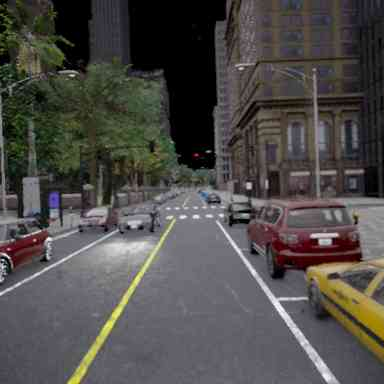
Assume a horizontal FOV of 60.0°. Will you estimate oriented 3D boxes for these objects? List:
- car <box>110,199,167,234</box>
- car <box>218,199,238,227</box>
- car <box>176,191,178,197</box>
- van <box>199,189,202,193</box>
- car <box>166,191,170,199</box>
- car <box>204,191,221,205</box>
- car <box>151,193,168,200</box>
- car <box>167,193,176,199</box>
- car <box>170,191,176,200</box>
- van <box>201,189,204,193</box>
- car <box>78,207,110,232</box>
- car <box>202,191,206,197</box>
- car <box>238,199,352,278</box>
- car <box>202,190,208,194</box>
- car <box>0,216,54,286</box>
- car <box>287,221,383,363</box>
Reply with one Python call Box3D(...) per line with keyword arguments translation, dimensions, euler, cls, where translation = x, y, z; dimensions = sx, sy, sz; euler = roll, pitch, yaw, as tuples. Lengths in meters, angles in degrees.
Box3D(translation=(-2.846, 1.426, 18.881), dimensions=(2.128, 1.511, 4.902), euler=(-2, 0, 0), cls="car")
Box3D(translation=(2.922, 1.270, 20.313), dimensions=(1.947, 1.339, 4.313), euler=(-2, 1, 0), cls="car")
Box3D(translation=(-5.262, 0.754, 79.338), dimensions=(2.192, 1.841, 5.009), euler=(-2, 1, 0), cls="car")
Box3D(translation=(3.290, 0.404, 84.686), dimensions=(1.690, 1.788, 3.998), euler=(-2, 1, 0), cls="van")
Box3D(translation=(-5.384, 1.101, 57.659), dimensions=(1.967, 1.590, 4.097), euler=(-2, 1, 0), cls="car")
Box3D(translation=(3.077, 1.015, 46.748), dimensions=(1.947, 1.339, 4.313), euler=(-2, 1, 0), cls="car")
Box3D(translation=(-5.411, 1.265, 52.240), dimensions=(2.008, 1.369, 4.403), euler=(-2, 1, 0), cls="car")
Box3D(translation=(-5.223, 0.909, 84.590), dimensions=(1.752, 1.417, 4.829), euler=(-2, 1, 0), cls="car")
Box3D(translation=(-5.289, 0.936, 73.919), dimensions=(1.967, 1.590, 4.097), euler=(-2, 1, 0), cls="car")
Box3D(translation=(3.163, 0.629, 63.006), dimensions=(1.690, 1.788, 3.998), euler=(-2, 1, 0), cls="van")
Box3D(translation=(-5.596, 1.605, 20.384), dimensions=(1.802, 1.307, 4.206), euler=(-2, 1, 0), cls="car")
Box3D(translation=(3.109, 0.961, 52.168), dimensions=(1.947, 1.339, 4.313), euler=(-2, 1, 0), cls="car")
Box3D(translation=(2.848, 1.121, 9.461), dimensions=(2.192, 1.841, 5.009), euler=(-2, 1, 0), cls="car")
Box3D(translation=(3.140, 0.865, 57.758), dimensions=(1.752, 1.417, 4.829), euler=(-2, 1, 0), cls="car")
Box3D(translation=(-5.666, 1.565, 9.531), dimensions=(1.967, 1.590, 4.097), euler=(-2, 1, 0), cls="car")
Box3D(translation=(2.826, 1.380, 4.208), dimensions=(1.752, 1.417, 4.829), euler=(-2, 1, 0), cls="car")
